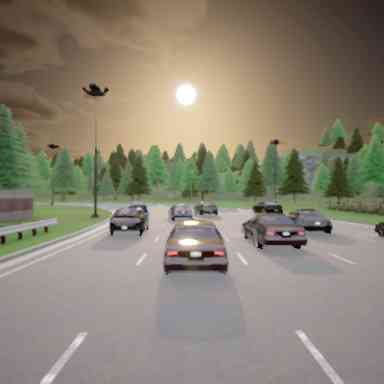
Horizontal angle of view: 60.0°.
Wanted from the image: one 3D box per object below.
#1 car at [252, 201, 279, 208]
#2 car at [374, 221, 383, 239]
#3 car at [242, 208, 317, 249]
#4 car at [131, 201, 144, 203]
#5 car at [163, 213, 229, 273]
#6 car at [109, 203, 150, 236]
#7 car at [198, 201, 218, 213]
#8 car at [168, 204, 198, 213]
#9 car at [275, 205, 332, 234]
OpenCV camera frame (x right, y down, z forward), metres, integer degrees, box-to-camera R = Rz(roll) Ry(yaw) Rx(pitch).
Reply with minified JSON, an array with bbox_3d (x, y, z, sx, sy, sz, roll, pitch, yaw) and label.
[{"bbox_3d":[8.235,1.747,36.864,1.882,1.535,5.008,0,0,-11],"label":"car"},{"bbox_3d":[10.557,1.659,15.113,2.033,1.411,5.357,0,0,-1],"label":"car"},{"bbox_3d":[3.554,1.659,15.194,2.033,1.411,5.357,0,0,-1],"label":"car"},{"bbox_3d":[-6.067,1.747,36.903,1.882,1.535,5.008,0,-1,-13],"label":"car"},{"bbox_3d":[0.097,1.628,10.871,2.033,1.411,5.357,0,0,0],"label":"car"},{"bbox_3d":[-3.606,1.635,19.599,2.128,1.511,4.902,0,0,-3],"label":"car"},{"bbox_3d":[1.390,1.751,35.485,2.128,1.511,4.902,0,0,-11],"label":"car"},{"bbox_3d":[-1.122,1.768,30.130,2.033,1.411,5.357,0,0,-9],"label":"car"},{"bbox_3d":[6.847,1.714,20.402,1.994,1.385,4.181,0,0,-3],"label":"car"}]
